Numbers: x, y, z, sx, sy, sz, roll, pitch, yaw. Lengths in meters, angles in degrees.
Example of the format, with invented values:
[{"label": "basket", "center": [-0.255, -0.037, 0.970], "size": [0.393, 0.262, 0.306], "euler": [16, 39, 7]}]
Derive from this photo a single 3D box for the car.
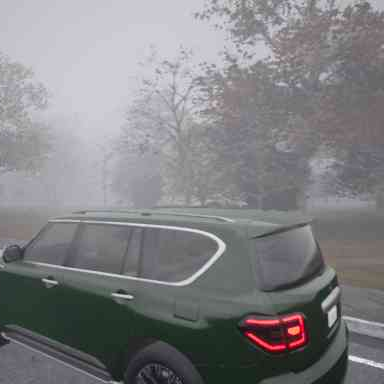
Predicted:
[{"label": "car", "center": [-0.930, 1.217, 4.555], "size": [5.566, 2.045, 2.150], "euler": [0, 0, 34]}]
